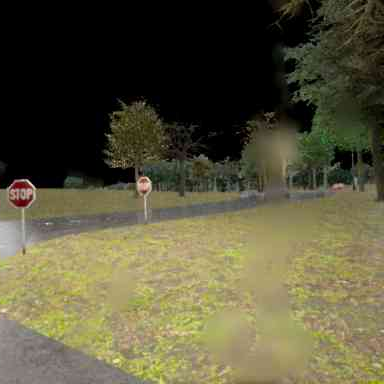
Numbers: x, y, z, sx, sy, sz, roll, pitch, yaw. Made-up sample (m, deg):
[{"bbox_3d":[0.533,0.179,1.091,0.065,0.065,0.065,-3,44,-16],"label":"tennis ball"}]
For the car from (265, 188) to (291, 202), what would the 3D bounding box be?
[{"bbox_3d":[10.949,0.268,42.134,2.097,1.767,4.553,-3,0,35],"label":"car"}]

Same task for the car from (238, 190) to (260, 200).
[{"bbox_3d":[8.824,0.477,51.387,2.128,1.511,4.902,-3,1,35],"label":"car"}]
